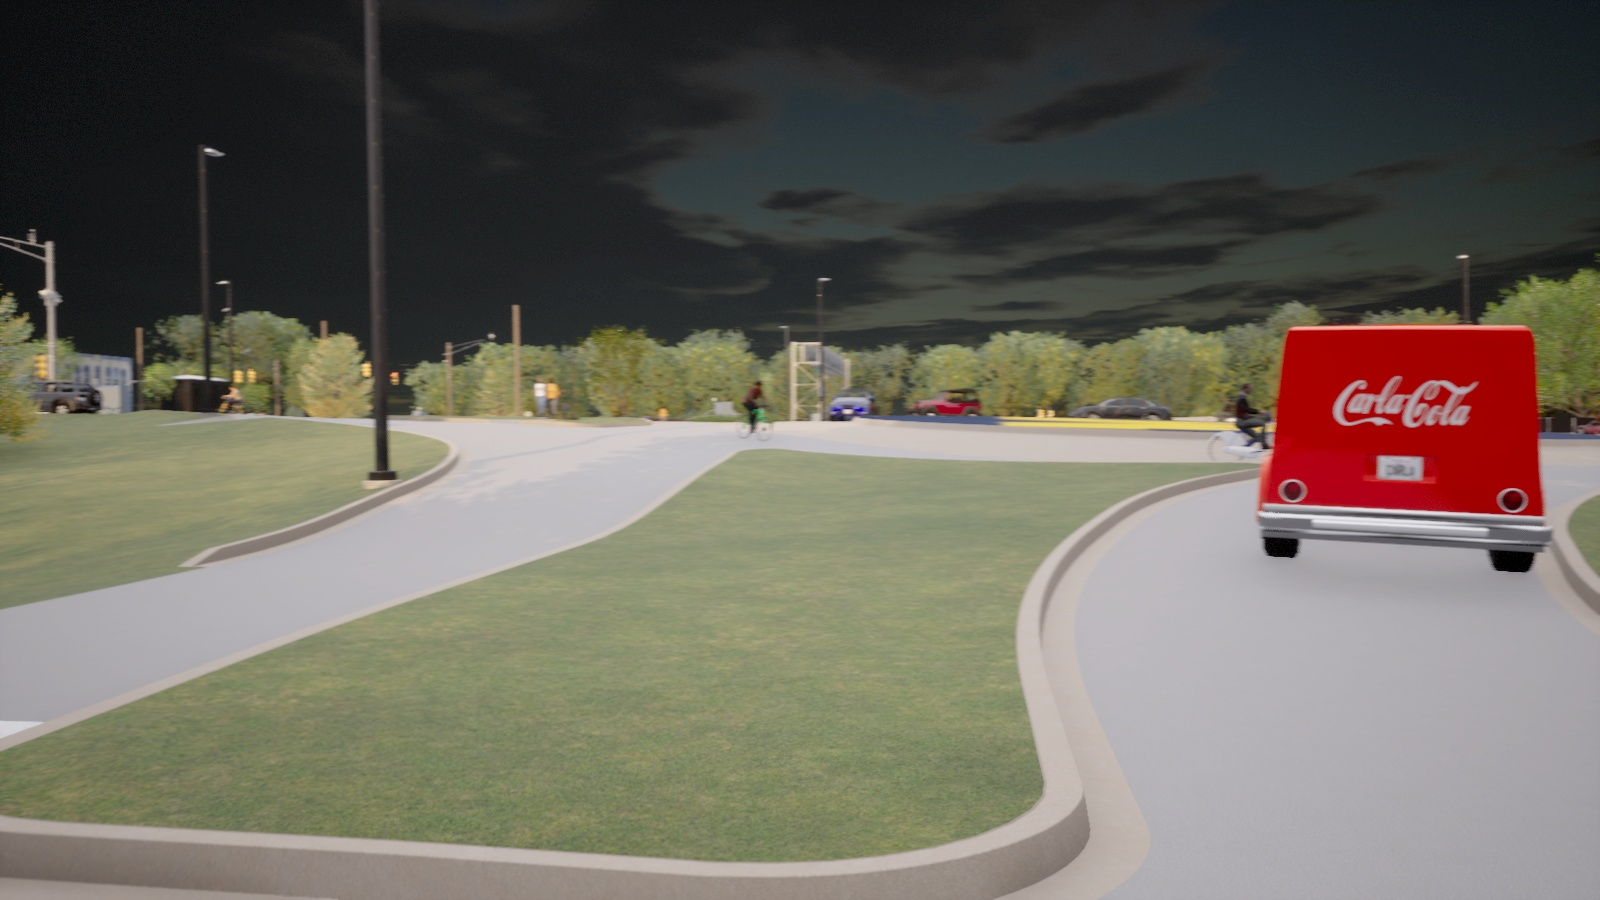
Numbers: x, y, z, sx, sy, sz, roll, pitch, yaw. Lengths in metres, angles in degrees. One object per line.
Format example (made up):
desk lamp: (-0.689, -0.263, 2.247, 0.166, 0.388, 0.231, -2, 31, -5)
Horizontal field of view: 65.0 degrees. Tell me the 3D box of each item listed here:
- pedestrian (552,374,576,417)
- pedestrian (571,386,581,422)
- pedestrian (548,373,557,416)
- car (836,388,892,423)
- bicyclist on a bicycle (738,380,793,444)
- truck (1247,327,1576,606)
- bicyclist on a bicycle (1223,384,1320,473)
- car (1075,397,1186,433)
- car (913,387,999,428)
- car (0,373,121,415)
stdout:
pedestrian: (-10.336, -2.368, 55.023, 0.874, 1.855, 0.900, -1, 0, -18)
pedestrian: (-11.474, -2.355, 64.335, 0.353, 1.847, 0.614, -1, 0, 1)
pedestrian: (-10.691, -2.393, 54.346, 0.354, 1.836, 0.706, -1, 0, -11)
car: (2.844, -1.919, 55.016, 1.816, 1.474, 4.193, 1, 2, 11)
bicyclist on a bicycle: (-0.937, -1.046, 33.842, 0.582, 1.620, 1.656, -1, 5, -36)
truck: (6.635, -0.099, 13.943, 2.627, 2.467, 5.204, 3, 6, 24)
bicyclist on a bicycle: (9.715, -0.436, 25.907, 1.843, 1.776, 0.659, 0, 0, 20)
car: (16.019, -1.676, 61.050, 4.892, 1.490, 1.837, 2, -1, 4)
car: (7.945, -2.147, 64.065, 3.866, 1.878, 1.905, 1, -1, -18)
car: (-34.448, -2.583, 58.552, 4.605, 1.855, 1.932, 0, 0, 3)
